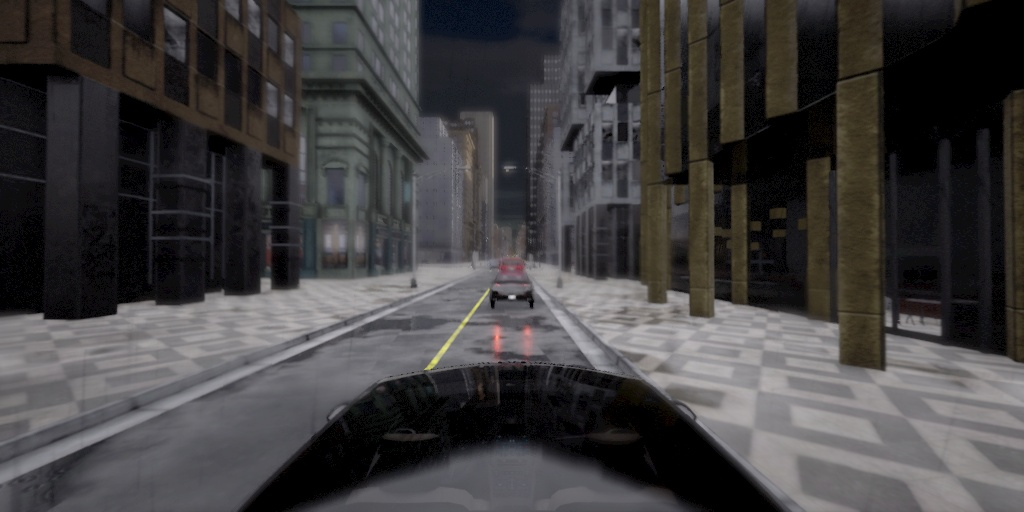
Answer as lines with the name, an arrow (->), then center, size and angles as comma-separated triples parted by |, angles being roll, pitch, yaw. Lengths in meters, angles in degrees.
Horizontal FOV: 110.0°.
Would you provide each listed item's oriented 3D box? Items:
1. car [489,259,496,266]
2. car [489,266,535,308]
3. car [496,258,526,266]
car -> -2.982, 1.792, 64.344 | 1.837, 1.490, 4.892 | 0, -1, 0
car -> 0.008, 1.378, 16.141 | 2.128, 1.511, 4.902 | 0, 0, 0
car -> 0.011, 1.231, 30.850 | 2.150, 2.045, 5.566 | 0, 0, 0
